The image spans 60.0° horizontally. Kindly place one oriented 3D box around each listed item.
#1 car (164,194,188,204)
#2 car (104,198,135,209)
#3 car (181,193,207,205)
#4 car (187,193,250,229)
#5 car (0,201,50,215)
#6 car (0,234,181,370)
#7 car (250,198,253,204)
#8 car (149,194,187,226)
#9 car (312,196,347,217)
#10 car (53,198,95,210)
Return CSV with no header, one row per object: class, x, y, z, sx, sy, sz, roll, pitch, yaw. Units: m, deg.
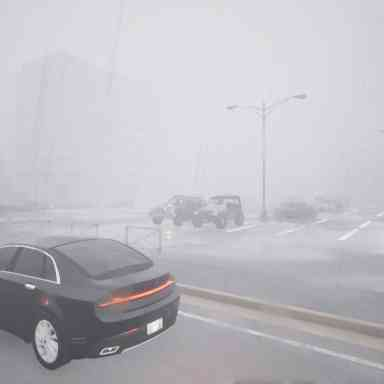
car,-2.990,1.350,62.417,2.097,1.767,4.553,0,0,34
car,-9.932,1.527,45.974,1.812,1.442,4.674,0,1,34
car,0.412,1.300,61.187,2.150,2.045,5.566,0,0,34
car,1.704,1.156,20.229,1.905,1.878,3.866,0,0,34
car,-17.502,1.601,34.752,1.895,1.301,4.718,0,0,34
car,-2.454,1.505,5.750,4.892,1.490,1.837,0,0,36
car,9.835,1.505,62.475,1.837,1.490,4.892,0,0,34
car,-0.660,1.153,21.899,1.932,1.855,4.605,0,0,34
car,13.749,1.395,33.166,1.970,1.475,3.806,0,0,34
car,-15.471,1.546,44.038,2.033,1.411,5.357,0,0,34
